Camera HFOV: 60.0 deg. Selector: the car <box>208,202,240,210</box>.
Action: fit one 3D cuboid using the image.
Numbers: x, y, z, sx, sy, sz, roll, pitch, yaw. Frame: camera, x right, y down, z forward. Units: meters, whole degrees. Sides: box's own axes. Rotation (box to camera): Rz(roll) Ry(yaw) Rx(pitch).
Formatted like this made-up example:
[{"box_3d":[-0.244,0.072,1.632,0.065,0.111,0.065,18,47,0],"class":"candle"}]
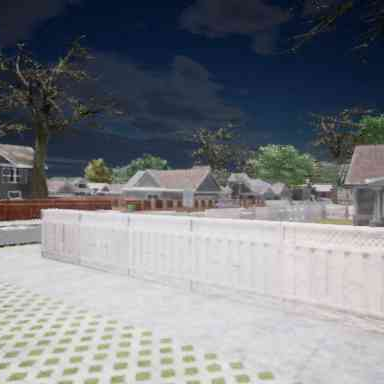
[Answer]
[{"box_3d":[3.619,1.897,37.192,2.128,1.511,4.902,2,0,36],"class":"car"}]
